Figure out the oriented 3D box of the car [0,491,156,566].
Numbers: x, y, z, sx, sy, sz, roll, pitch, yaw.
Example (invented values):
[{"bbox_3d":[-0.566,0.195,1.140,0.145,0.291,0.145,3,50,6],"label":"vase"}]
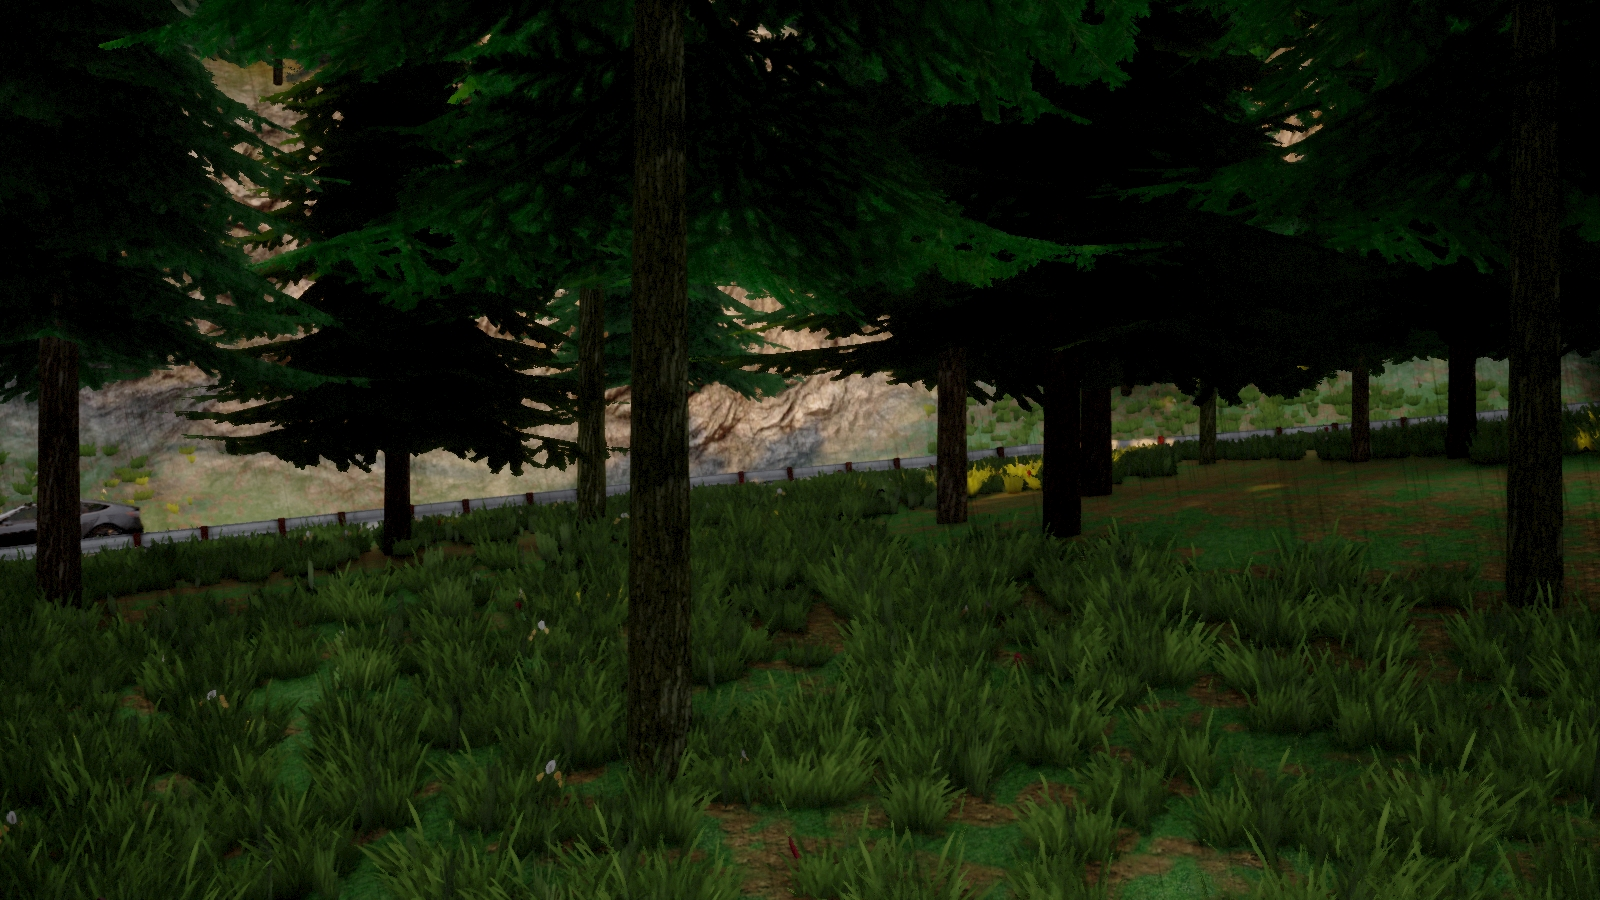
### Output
[{"bbox_3d":[-19.685,2.066,29.681,4.792,1.488,2.163,-6,3,-37],"label":"car"}]
